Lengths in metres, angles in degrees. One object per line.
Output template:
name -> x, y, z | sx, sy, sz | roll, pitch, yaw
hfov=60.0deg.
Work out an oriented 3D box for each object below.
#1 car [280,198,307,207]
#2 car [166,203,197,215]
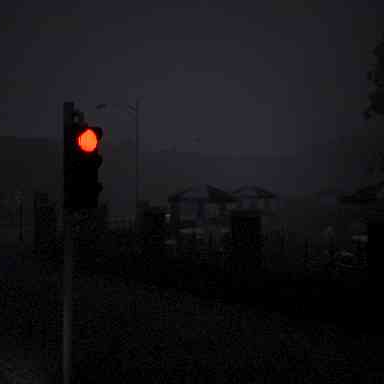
car -> 15.058, 1.548, 47.478 | 5.357, 1.411, 2.033 | 0, 0, 3
car -> -0.978, 1.547, 33.735 | 2.033, 1.411, 5.357 | 0, 0, 35
